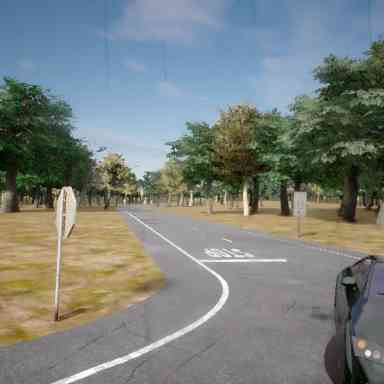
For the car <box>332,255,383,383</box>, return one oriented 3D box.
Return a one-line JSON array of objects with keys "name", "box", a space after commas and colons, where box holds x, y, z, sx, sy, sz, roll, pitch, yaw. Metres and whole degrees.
[{"name": "car", "box": [3.076, 1.642, 4.582, 1.994, 1.385, 4.181, 1, -1, 22]}]
